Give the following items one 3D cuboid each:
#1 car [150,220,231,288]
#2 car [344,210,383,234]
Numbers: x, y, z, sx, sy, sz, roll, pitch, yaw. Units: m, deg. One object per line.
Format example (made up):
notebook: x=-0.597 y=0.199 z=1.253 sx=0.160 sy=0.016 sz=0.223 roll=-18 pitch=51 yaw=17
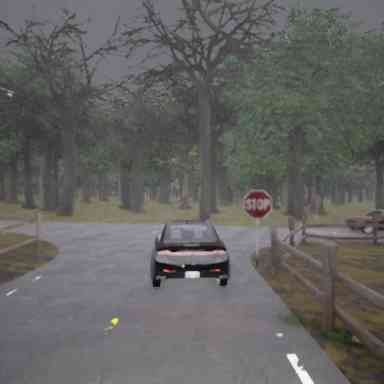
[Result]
car: x=-0.138 y=1.528 z=9.401 sx=2.128 sy=1.511 sz=4.902 roll=0 pitch=0 yaw=-4
car: x=12.630 y=1.894 z=21.852 sx=5.008 sy=1.535 sz=1.882 roll=1 pitch=0 yaw=-1
